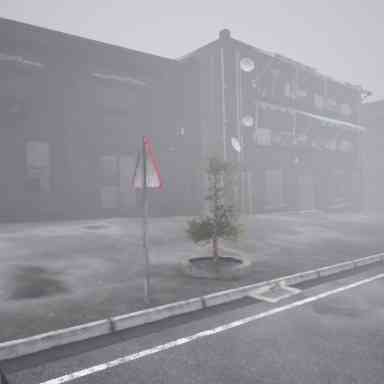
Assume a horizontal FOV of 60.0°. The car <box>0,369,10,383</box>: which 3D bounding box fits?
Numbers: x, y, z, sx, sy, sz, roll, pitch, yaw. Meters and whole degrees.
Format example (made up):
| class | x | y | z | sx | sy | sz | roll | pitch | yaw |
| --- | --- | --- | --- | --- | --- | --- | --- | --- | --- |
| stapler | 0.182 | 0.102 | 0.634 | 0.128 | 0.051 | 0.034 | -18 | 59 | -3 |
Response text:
| class | x | y | z | sx | sy | sz | roll | pitch | yaw |
| --- | --- | --- | --- | --- | --- | --- | --- | --- | --- |
| car | -3.323 | 1.475 | 1.075 | 4.902 | 1.511 | 2.128 | 1 | 0 | -35 |
